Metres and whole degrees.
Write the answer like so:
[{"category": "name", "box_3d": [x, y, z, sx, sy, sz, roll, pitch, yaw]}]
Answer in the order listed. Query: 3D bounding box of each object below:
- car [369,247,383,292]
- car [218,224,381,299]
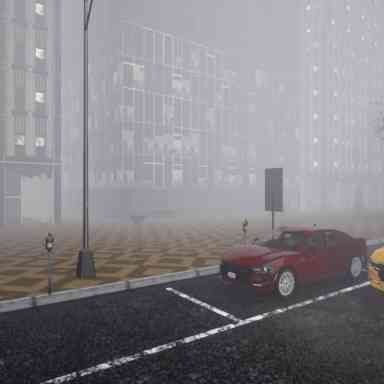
[{"category": "car", "box_3d": [6.117, 1.479, 7.758, 5.008, 1.535, 1.882, 0, -1, -34]}, {"category": "car", "box_3d": [2.684, 1.545, 8.476, 4.507, 1.381, 1.887, 0, 0, -36]}]
